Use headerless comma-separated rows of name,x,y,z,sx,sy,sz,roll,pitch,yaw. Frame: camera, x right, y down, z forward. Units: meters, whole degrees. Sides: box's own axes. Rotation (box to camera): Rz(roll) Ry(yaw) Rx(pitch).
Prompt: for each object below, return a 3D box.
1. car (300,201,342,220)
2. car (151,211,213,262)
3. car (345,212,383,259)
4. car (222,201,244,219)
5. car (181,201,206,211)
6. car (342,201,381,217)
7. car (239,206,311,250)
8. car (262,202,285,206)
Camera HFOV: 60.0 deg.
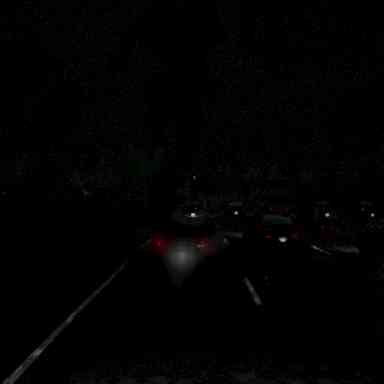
car,10.644,1.509,28.397,1.837,1.490,4.892,0,0,2
car,-0.223,1.602,12.099,1.895,1.301,4.718,0,0,2
car,6.707,1.548,9.643,2.033,1.411,5.357,0,0,2
car,3.668,1.528,29.463,1.812,1.442,4.674,0,0,1
car,0.145,1.508,28.591,1.837,1.490,4.892,0,0,2
car,14.143,1.509,28.320,1.837,1.490,4.892,0,0,2
car,3.337,1.527,14.312,1.812,1.442,4.674,0,0,1
car,7.159,1.566,28.995,1.994,1.385,4.181,0,0,2
